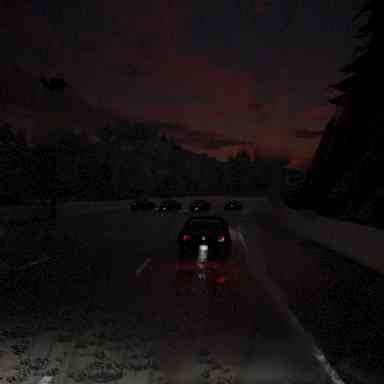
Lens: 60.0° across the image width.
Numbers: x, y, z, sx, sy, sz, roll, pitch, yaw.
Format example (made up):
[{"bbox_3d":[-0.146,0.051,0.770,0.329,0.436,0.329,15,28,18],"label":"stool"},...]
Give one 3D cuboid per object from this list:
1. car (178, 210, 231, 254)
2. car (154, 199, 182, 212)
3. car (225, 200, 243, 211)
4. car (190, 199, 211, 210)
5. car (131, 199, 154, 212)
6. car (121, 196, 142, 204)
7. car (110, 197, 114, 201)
[{"bbox_3d":[0.623,1.659,13.804,1.895,1.301,4.718,0,0,5],"label":"car"},{"bbox_3d":[-2.610,1.637,40.247,1.837,1.490,4.892,0,0,12],"label":"car"},{"bbox_3d":[5.642,1.779,44.723,1.994,1.385,4.181,0,0,14],"label":"car"},{"bbox_3d":[1.079,1.669,40.788,1.837,1.490,4.892,0,0,13],"label":"car"},{"bbox_3d":[-5.963,1.600,41.285,2.128,1.511,4.902,0,0,13],"label":"car"},{"bbox_3d":[-12.587,1.663,69.264,2.128,1.511,4.902,0,0,19],"label":"car"},{"bbox_3d":[-16.340,1.640,69.159,2.033,1.411,5.357,0,0,19],"label":"car"}]
